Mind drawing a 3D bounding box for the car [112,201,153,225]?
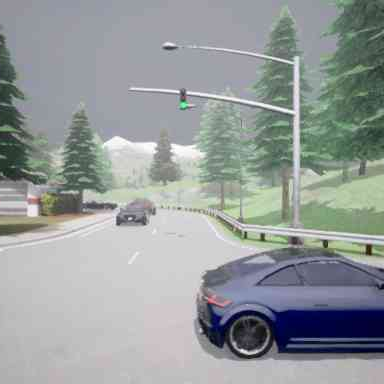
[{"bbox_3d":[-4.154,1.574,23.805,1.994,1.385,4.181,0,0,-2],"label":"car"}]

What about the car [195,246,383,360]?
[{"bbox_3d":[2.148,1.632,5.405,4.181,1.385,1.994,1,0,-2],"label":"car"}]

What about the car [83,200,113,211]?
[{"bbox_3d":[-11.677,1.626,41.285,4.718,1.301,1.895,0,0,14],"label":"car"}]

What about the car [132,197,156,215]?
[{"bbox_3d":[-5.052,1.367,33.590,2.097,1.767,4.553,0,0,-20],"label":"car"}]
